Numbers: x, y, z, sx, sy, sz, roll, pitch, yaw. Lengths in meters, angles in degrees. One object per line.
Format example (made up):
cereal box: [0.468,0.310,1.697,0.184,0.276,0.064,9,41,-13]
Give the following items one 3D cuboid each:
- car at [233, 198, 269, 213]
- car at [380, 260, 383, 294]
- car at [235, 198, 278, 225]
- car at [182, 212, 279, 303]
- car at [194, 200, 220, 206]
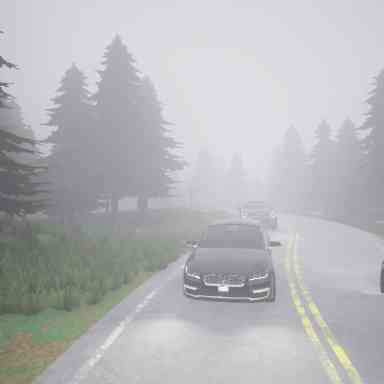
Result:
car: [6.196,1.410,35.733,1.837,1.490,4.892,2,-1,-16]
car: [4.493,1.308,4.641,2.097,1.767,4.553,-1,0,8]
car: [3.872,1.270,20.363,2.097,1.767,4.553,-1,0,5]
car: [1.089,1.496,8.410,1.837,1.490,4.892,-1,0,12]
car: [1.911,1.799,44.858,1.812,1.442,4.674,3,-5,-35]
